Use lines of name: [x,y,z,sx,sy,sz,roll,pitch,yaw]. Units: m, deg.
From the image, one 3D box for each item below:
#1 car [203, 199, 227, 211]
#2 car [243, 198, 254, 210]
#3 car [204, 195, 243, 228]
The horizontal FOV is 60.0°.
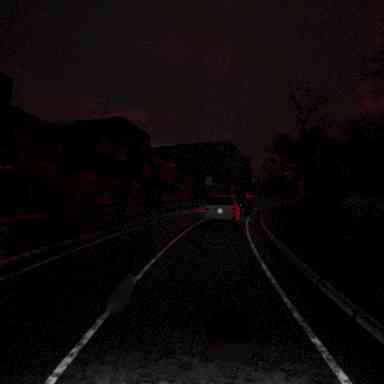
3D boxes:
car: [2.999,1.615,42.256,1.994,1.385,4.181,-2,0,17]
car: [6.449,1.499,41.044,2.033,1.411,5.357,-2,0,17]
car: [2.107,1.213,22.528,2.150,2.045,5.566,-1,-1,9]
